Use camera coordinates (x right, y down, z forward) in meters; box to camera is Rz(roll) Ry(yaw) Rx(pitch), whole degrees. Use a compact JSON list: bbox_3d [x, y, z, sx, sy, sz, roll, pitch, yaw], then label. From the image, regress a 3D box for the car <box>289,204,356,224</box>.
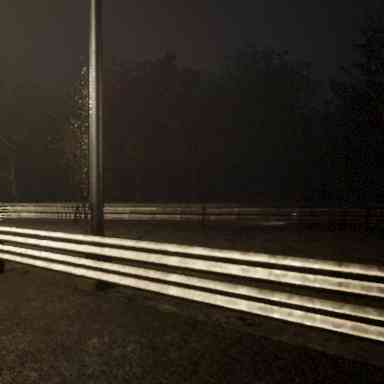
[{"bbox_3d":[9.914,1.637,25.548,4.792,1.488,2.163,-1,0,15],"label":"car"}]
